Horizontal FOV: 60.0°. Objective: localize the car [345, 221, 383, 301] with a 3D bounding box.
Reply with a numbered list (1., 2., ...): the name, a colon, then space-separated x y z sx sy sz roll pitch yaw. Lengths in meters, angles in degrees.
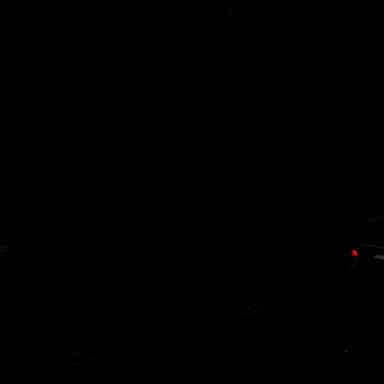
1. car: 5.271 1.294 6.866 4.553 1.767 2.097 0 0 -33
